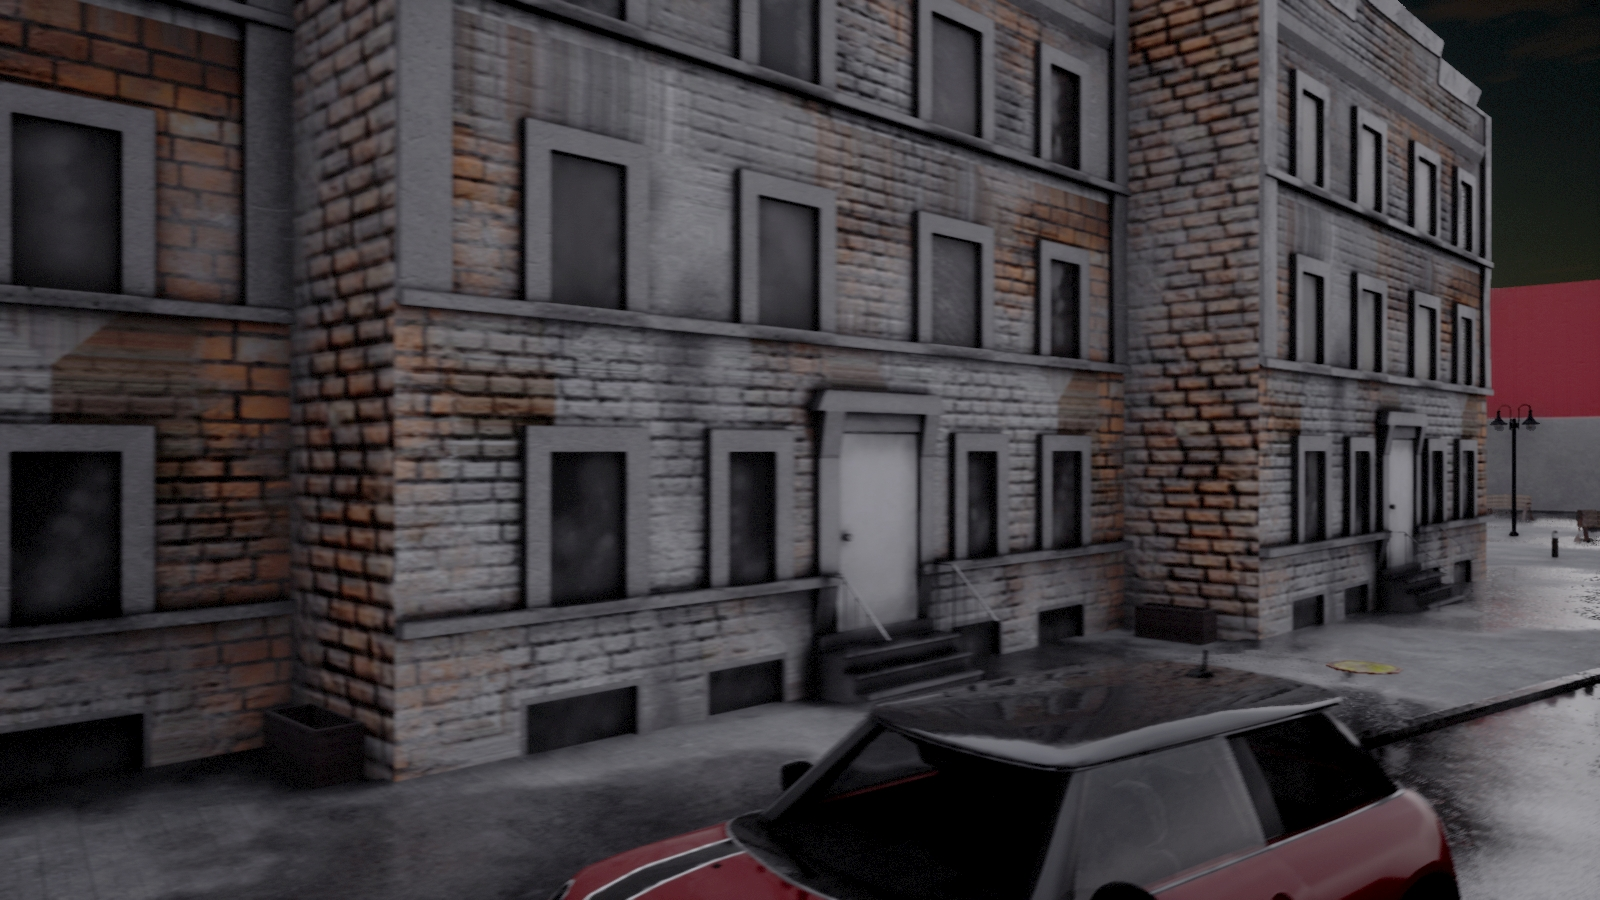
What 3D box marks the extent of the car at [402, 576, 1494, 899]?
[{"bbox_3d":[0.874,1.685,5.031,4.553,1.767,2.097,0,0,-35],"label":"car"}]
